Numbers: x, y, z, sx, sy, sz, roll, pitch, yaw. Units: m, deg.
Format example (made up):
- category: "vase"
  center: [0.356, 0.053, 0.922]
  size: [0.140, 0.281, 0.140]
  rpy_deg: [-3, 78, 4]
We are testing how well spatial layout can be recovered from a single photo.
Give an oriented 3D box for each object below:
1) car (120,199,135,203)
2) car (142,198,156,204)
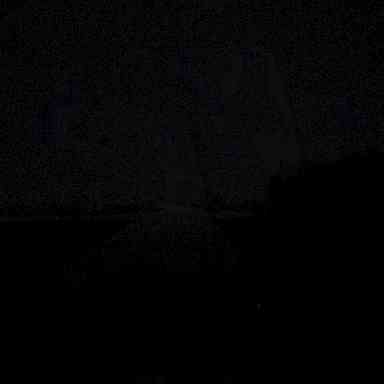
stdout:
- category: "car"
  center: [-17.774, 2.465, 90.982]
  size: [4.718, 1.301, 1.895]
  rpy_deg: [-2, 0, 42]
- category: "car"
  center: [-10.879, 2.275, 83.139]
  size: [1.882, 1.535, 5.008]
  rpy_deg: [-1, 0, -37]
